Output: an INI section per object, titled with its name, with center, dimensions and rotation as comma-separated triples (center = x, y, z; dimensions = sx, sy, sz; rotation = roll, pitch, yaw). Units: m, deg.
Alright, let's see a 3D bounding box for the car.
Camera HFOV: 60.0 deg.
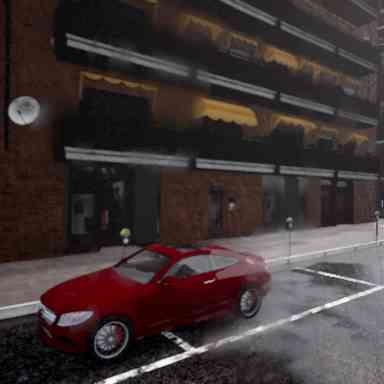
[car]
center = -0.380, 1.578, 5.814
dimensions = 4.206, 1.307, 1.802
rotation = 0, 1, -35
